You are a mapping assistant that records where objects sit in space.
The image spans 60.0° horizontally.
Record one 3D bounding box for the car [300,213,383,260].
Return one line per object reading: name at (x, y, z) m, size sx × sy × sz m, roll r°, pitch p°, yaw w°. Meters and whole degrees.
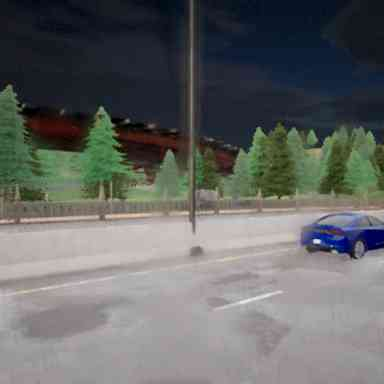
car at (6.289, 1.543, 12.933) m, size 5.008 × 1.535 × 1.882 m, roll 0°, pitch 0°, yaw -37°
